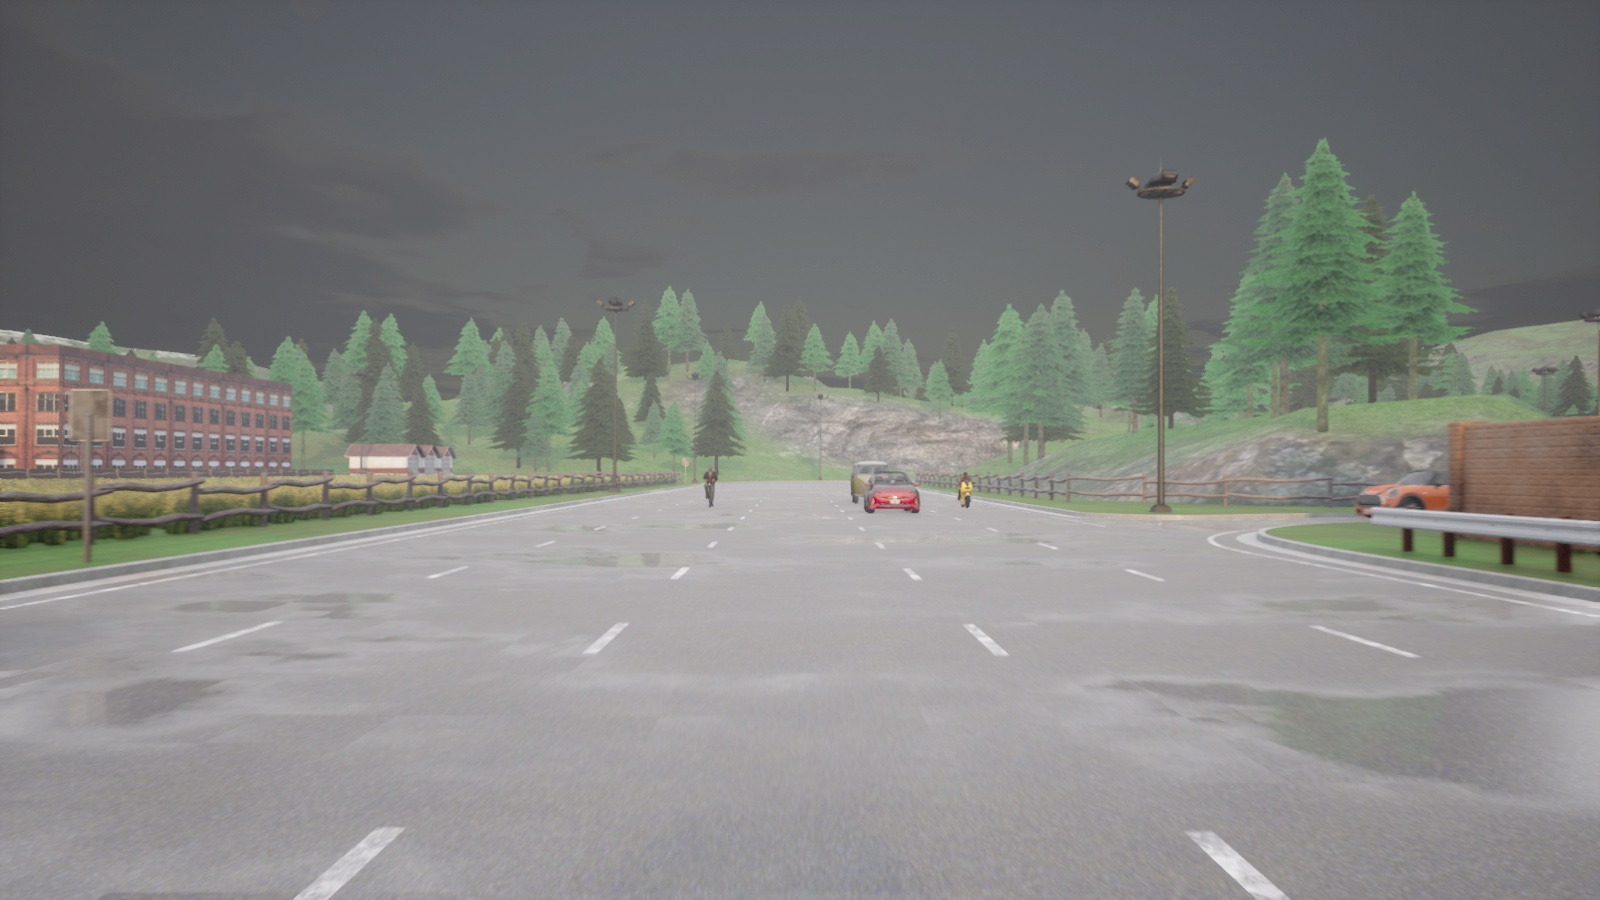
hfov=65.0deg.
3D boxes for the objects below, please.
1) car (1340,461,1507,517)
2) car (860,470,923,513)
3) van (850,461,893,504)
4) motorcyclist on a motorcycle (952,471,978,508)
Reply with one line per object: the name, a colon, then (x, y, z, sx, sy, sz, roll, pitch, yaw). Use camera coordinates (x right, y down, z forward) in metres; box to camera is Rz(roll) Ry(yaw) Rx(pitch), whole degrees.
car: (20.441, 1.264, 41.248, 4.553, 1.767, 2.097, 0, -1, -11)
car: (3.385, 1.515, 47.063, 2.007, 1.525, 4.514, 0, -1, 0)
van: (3.354, 1.527, 59.706, 1.775, 1.987, 4.442, 0, -1, 0)
motorcyclist on a motorcycle: (6.873, 1.623, 52.371, 0.797, 1.523, 2.044, 0, -1, 0)
